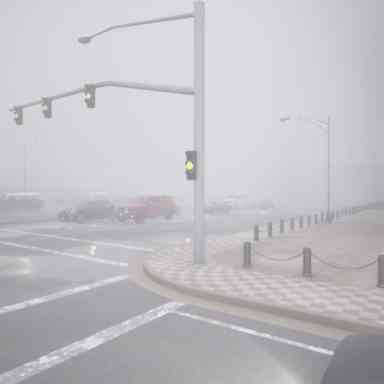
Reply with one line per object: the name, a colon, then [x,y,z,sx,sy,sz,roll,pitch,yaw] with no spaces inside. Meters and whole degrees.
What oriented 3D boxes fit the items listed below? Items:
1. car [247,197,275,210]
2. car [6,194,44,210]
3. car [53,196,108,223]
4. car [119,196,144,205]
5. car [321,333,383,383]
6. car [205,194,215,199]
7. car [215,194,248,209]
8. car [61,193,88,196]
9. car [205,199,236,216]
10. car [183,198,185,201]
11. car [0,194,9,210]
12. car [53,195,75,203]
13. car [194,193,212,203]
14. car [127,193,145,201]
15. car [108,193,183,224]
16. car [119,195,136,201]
car: [9.490,1.577,43.977,1.812,1.442,4.674,0,0,36]
car: [-23.741,1.439,47.520,1.970,1.475,3.806,0,0,36]
car: [-8.043,1.402,25.867,2.097,1.767,4.553,0,0,36]
car: [-10.161,1.441,56.290,1.970,1.475,3.806,0,0,36]
car: [3.379,1.548,1.550,5.357,1.411,2.033,0,0,33]
car: [4.650,1.200,67.023,1.932,1.855,4.605,0,0,36]
car: [5.844,1.270,44.927,2.150,2.045,5.566,0,0,36]
car: [-23.842,1.194,66.207,1.932,1.855,4.605,0,0,36]
car: [2.243,1.652,34.055,1.895,1.301,4.718,0,0,36]
car: [-2.985,1.614,32.821,1.994,1.385,4.181,0,0,36]
car: [-26.075,1.407,49.232,1.784,1.438,3.905,0,0,36]
car: [-26.140,1.404,67.971,1.784,1.438,3.905,0,0,36]
car: [2.348,1.202,68.778,1.905,1.878,3.866,0,0,36]
car: [-13.501,1.197,80.349,1.905,1.878,3.866,0,0,36]
car: [-3.503,1.272,26.161,2.150,2.045,5.566,0,0,36]
car: [-15.829,1.436,82.070,1.970,1.475,3.806,0,0,36]
